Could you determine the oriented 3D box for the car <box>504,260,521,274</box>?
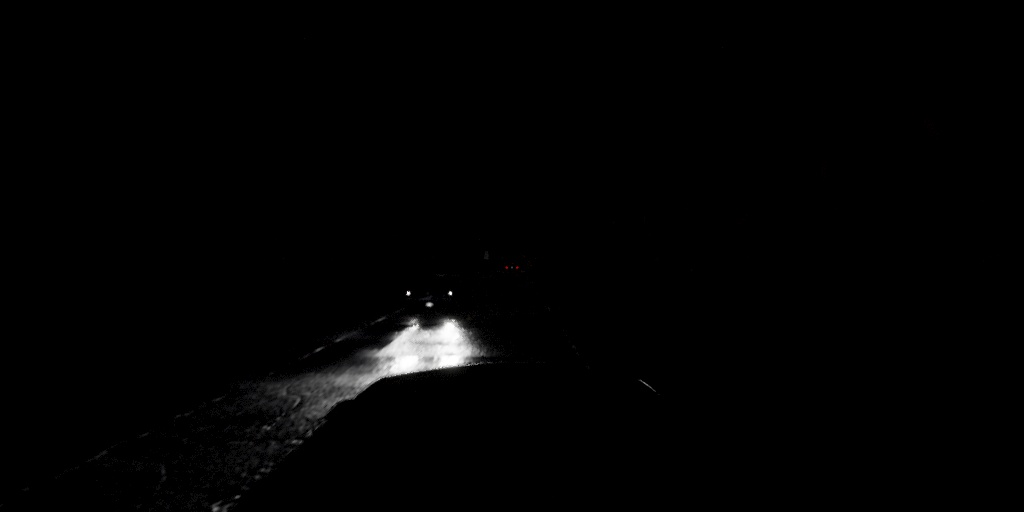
[{"bbox_3d":[0.007,1.304,41.283,2.033,1.411,5.357,0,0,0],"label":"car"}]

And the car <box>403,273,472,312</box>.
[{"bbox_3d":[-2.807,1.352,14.407,1.895,1.301,4.718,0,0,0],"label":"car"}]
